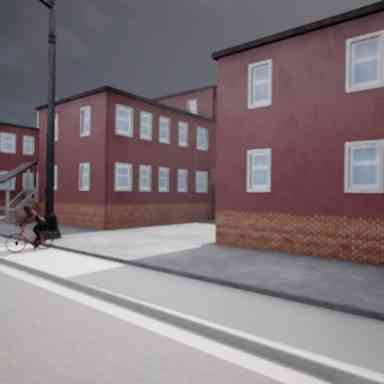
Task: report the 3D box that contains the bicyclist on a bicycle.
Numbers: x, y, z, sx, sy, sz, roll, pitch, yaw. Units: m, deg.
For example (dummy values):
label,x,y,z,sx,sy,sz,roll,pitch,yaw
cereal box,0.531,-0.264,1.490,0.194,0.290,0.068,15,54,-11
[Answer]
label,x,y,z,sx,sy,sz,roll,pitch,yaw
bicyclist on a bicycle,-5.704,1.302,11.785,0.582,1.620,1.656,1,0,40
